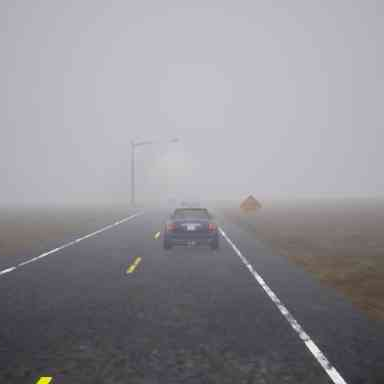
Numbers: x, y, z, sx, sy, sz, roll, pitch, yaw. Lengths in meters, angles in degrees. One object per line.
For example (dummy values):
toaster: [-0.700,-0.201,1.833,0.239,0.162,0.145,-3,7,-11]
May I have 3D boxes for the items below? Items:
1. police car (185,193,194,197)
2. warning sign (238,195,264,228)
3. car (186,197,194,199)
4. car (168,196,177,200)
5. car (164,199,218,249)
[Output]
police car: [-0.376,1.536,89.896,1.930,1.638,5.238,0,0,-2]
warning sign: [3.476,1.122,19.752,1.300,1.860,1.060,0,0,0]
car: [-0.157,1.510,29.668,2.128,1.511,4.902,0,0,-1]
car: [-4.538,1.549,76.527,1.882,1.535,5.008,0,0,-2]
car: [-0.039,1.371,14.629,2.097,1.767,4.553,0,0,0]
